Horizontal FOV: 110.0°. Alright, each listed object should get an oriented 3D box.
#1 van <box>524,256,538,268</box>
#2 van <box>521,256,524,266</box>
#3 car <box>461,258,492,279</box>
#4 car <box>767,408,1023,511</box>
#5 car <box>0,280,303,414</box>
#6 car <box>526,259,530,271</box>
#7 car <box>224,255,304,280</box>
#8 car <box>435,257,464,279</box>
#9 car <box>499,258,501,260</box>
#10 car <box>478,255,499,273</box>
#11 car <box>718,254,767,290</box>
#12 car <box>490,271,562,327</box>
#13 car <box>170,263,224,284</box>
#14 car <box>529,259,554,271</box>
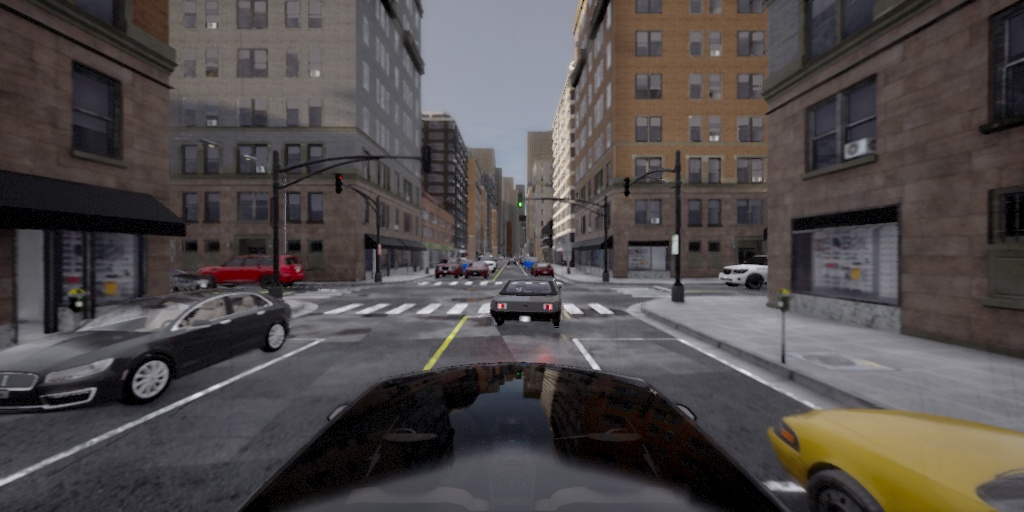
[{"bbox_3d":[2.854,1.056,49.440,1.690,1.789,3.998,0,0,0],"label":"van"},{"bbox_3d":[2.854,1.048,60.442,1.690,1.789,3.998,0,0,0],"label":"van"},{"bbox_3d":[-3.101,1.203,32.510,1.882,1.535,5.008,0,0,0],"label":"car"},{"bbox_3d":[2.857,1.277,0.806,1.751,1.417,4.829,0,0,0],"label":"car"},{"bbox_3d":[-5.668,1.296,6.162,2.007,1.370,4.403,0,0,0],"label":"car"},{"bbox_3d":[2.855,1.288,38.437,1.948,1.339,4.313,0,0,0],"label":"car"},{"bbox_3d":[-15.703,0.964,21.637,5.566,2.045,2.150,0,0,-5],"label":"car"},{"bbox_3d":[-5.670,1.040,32.935,2.192,1.841,5.009,0,0,0],"label":"car"},{"bbox_3d":[-3.065,1.314,52.785,1.895,1.301,4.718,0,0,0],"label":"car"},{"bbox_3d":[-3.094,0.941,42.594,2.150,2.045,5.566,0,0,0],"label":"car"},{"bbox_3d":[15.412,0.888,21.331,5.566,2.045,2.150,0,0,-2],"label":"car"},{"bbox_3d":[0.656,1.341,11.518,1.895,1.301,4.718,0,0,8],"label":"car"},{"bbox_3d":[-18.028,1.242,18.136,4.902,1.511,2.128,0,0,0],"label":"car"},{"bbox_3d":[2.856,1.270,32.935,1.888,1.381,4.507,0,0,0],"label":"car"}]
